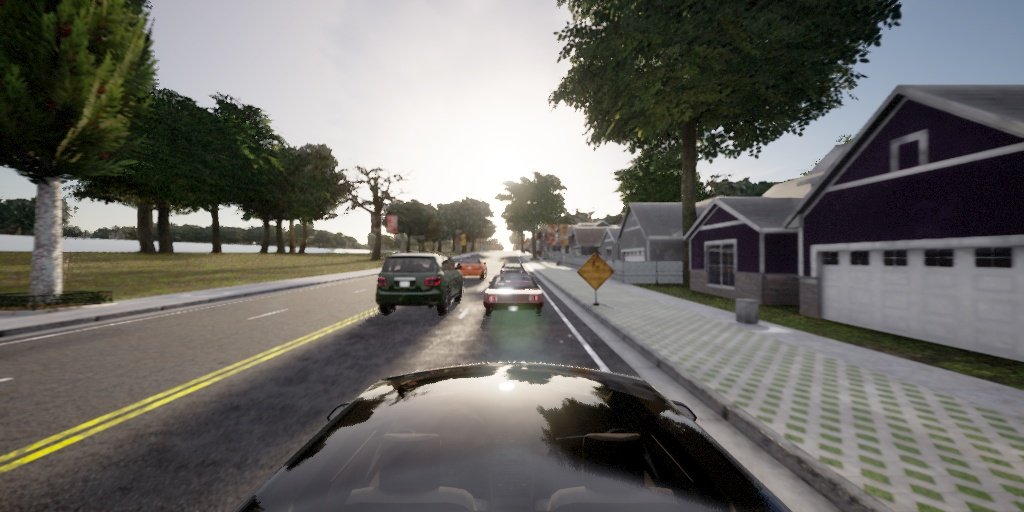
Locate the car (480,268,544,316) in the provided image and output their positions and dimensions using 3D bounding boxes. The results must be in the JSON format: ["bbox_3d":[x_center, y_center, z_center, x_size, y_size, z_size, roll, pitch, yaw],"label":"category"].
[{"bbox_3d":[0.061,1.282,13.028,1.895,1.301,4.718,0,1,0],"label":"car"}]

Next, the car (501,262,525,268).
[{"bbox_3d":[0.063,1.139,27.997,1.895,1.301,4.718,0,1,0],"label":"car"}]

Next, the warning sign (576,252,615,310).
[{"bbox_3d":[2.851,0.806,12.148,1.300,1.860,1.060,0,0,0],"label":"warning sign"}]

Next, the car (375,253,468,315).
[{"bbox_3d":[-3.187,0.901,13.386,2.150,2.045,5.566,0,1,0],"label":"car"}]

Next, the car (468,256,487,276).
[{"bbox_3d":[-3.181,0.877,29.191,2.097,1.767,4.553,0,0,0],"label":"car"}]

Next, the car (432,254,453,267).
[{"bbox_3d":[-9.823,0.559,51.155,2.097,1.767,4.553,0,1,0],"label":"car"}]
